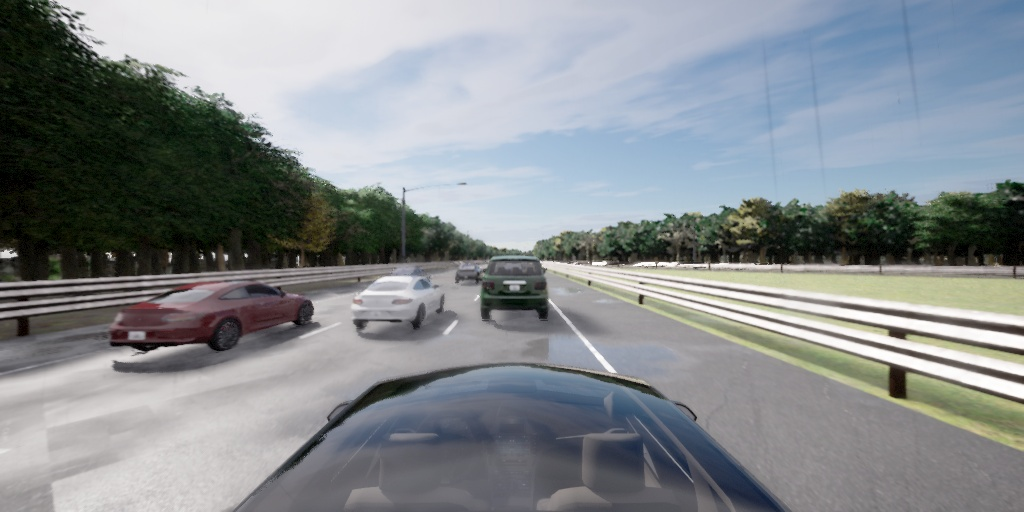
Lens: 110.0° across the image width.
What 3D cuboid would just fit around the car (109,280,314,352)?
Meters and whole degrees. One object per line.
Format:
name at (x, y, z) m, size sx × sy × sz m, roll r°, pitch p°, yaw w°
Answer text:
car at (-6.941, 1.315, 8.949) m, size 1.812 × 1.442 × 4.674 m, roll 0°, pitch 0°, yaw 0°

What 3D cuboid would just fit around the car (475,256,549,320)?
car at (0.090, 1.033, 13.051) m, size 2.150 × 2.045 × 5.566 m, roll 0°, pitch 0°, yaw 0°

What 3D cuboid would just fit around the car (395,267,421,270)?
car at (-6.926, 1.427, 24.266) m, size 2.033 × 1.411 × 5.357 m, roll 0°, pitch 0°, yaw 0°

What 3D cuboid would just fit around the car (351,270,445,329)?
car at (-3.426, 1.329, 11.444) m, size 1.812 × 1.442 × 4.674 m, roll 0°, pitch 0°, yaw 1°

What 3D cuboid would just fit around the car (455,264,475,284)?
car at (-3.404, 1.402, 29.179) m, size 2.128 × 1.511 × 4.902 m, roll 0°, pitch 0°, yaw 0°
